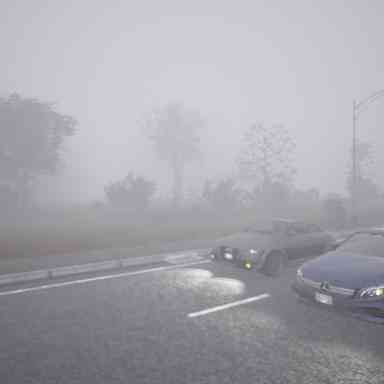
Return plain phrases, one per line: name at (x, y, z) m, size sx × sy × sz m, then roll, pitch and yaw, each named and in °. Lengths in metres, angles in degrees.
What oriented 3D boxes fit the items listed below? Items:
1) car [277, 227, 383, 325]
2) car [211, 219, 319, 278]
car at (4.078, 1.492, 6.846) m, size 4.674 × 1.442 × 1.812 m, roll 0°, pitch 0°, yaw -35°
car at (2.621, 1.526, 10.100) m, size 4.181 × 1.385 × 1.994 m, roll 0°, pitch 0°, yaw -35°
